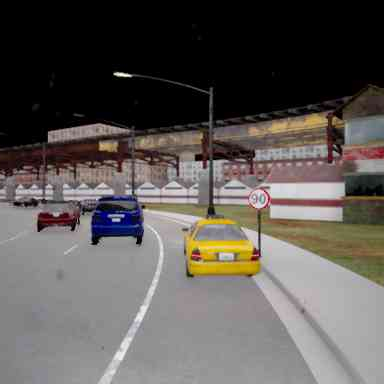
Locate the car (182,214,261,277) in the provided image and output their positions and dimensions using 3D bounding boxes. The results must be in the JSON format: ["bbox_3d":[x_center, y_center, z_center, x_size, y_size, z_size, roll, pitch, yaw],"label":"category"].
[{"bbox_3d":[0.676,1.455,10.171,1.801,1.575,5.366,0,0,-3],"label":"car"}]

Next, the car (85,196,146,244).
[{"bbox_3d":[-3.433,1.216,15.884,2.150,2.045,5.566,0,0,-9],"label":"car"}]

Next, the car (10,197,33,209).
[{"bbox_3d":[-23.188,1.484,46.027,4.892,1.490,1.837,0,0,36],"label":"car"}]

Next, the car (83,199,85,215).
[{"bbox_3d":[-10.556,1.494,33.388,1.837,1.490,4.892,0,0,-33],"label":"car"}]

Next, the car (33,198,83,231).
[{"bbox_3d":[-8.238,1.344,20.803,2.097,1.767,4.553,0,0,-16],"label":"car"}]
